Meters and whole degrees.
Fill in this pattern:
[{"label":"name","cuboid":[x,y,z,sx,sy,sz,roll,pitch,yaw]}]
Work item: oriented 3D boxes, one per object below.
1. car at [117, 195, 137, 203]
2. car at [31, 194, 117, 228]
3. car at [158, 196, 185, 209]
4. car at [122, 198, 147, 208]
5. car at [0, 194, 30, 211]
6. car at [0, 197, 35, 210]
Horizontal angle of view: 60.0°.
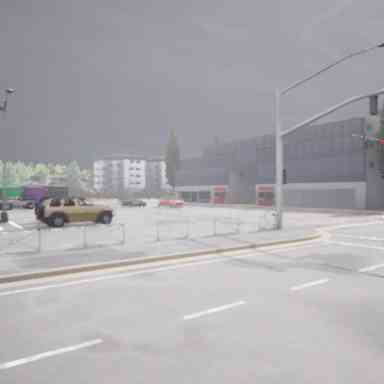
[{"label":"car","cuboid":[-11.617,1.226,59.152,1.895,1.301,4.718,0,0,-34]},{"label":"car","cuboid":[-7.035,1.148,20.409,4.605,1.855,1.932,0,0,-35]},{"label":"car","cuboid":[-2.826,1.330,45.874,2.097,1.767,4.553,0,0,-34]},{"label":"car","cuboid":[-8.357,1.528,47.849,2.033,1.411,5.357,0,0,-34]},{"label":"car","cuboid":[-20.035,1.150,38.795,3.866,1.878,1.905,0,0,-35]},{"label":"car","cuboid":[-21.700,1.389,41.164,3.806,1.475,1.970,0,0,-35]}]
